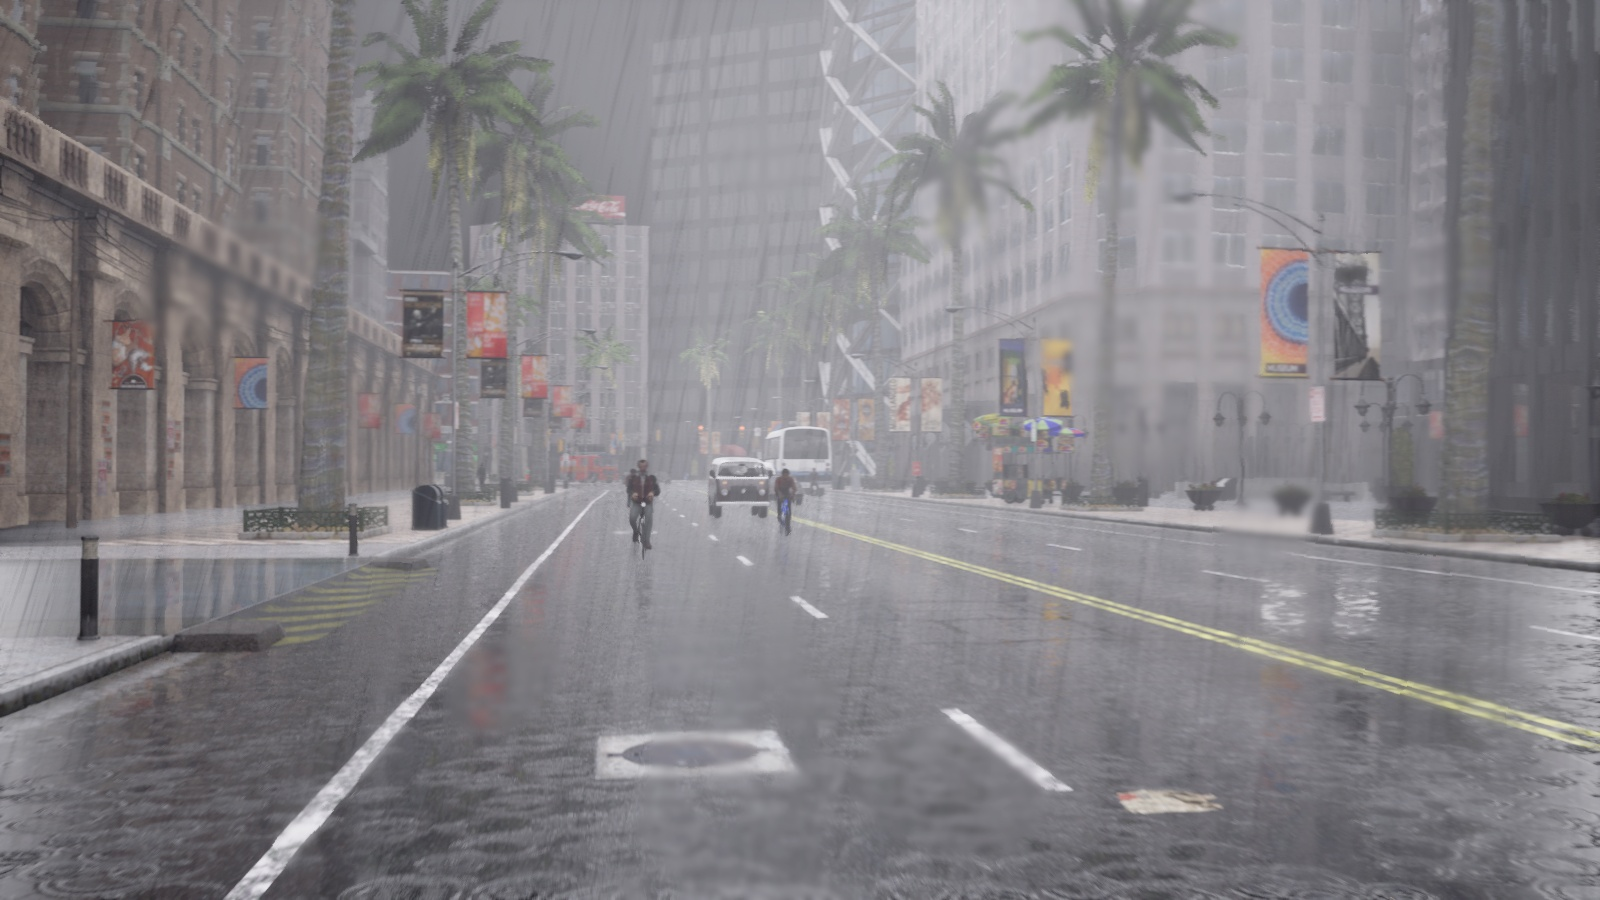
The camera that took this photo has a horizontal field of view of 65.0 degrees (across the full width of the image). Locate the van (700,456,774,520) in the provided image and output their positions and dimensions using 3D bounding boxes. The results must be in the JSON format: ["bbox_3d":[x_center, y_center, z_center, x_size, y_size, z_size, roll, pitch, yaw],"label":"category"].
[{"bbox_3d":[-2.196,1.259,42.392,2.069,2.038,4.480,0,-1,-8],"label":"van"}]

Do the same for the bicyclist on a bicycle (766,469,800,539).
[{"bbox_3d":[-0.416,1.274,30.116,0.582,1.620,1.656,0,-1,-8],"label":"bicyclist on a bicycle"}]

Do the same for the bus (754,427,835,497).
[{"bbox_3d":[-0.517,0.799,81.074,3.944,4.253,10.273,0,-1,-8],"label":"bus"}]

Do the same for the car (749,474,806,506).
[{"bbox_3d":[-1.120,1.863,59.395,2.033,1.411,5.357,0,-1,-8],"label":"car"}]

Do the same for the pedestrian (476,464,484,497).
[{"bbox_3d":[-19.340,1.841,75.862,0.423,1.949,0.788,0,-1,-8],"label":"pedestrian"}]

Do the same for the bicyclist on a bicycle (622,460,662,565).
[{"bbox_3d":[-2.799,1.071,22.154,0.659,1.776,1.843,0,-1,-8],"label":"bicyclist on a bicycle"}]
